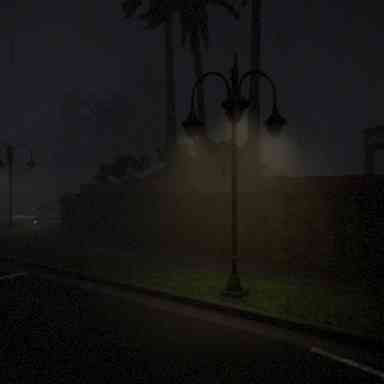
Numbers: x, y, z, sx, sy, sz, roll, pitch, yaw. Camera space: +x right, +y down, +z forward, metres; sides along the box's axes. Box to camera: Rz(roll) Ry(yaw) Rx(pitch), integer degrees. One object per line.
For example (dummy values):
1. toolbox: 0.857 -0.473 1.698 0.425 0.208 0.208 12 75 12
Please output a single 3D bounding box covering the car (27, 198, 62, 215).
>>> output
1. car: -13.523 1.421 32.472 1.837 1.490 4.892 0 0 36
